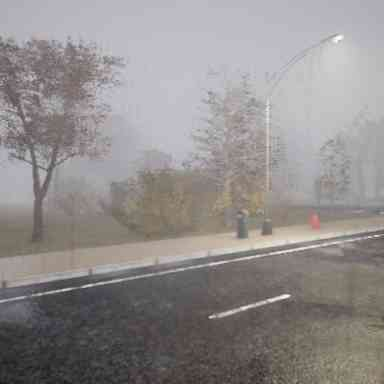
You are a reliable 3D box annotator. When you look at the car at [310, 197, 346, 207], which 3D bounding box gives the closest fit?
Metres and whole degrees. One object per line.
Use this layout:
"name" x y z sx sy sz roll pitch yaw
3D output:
"car" 18.483 1.322 45.469 1.895 1.301 4.718 0 0 -26
